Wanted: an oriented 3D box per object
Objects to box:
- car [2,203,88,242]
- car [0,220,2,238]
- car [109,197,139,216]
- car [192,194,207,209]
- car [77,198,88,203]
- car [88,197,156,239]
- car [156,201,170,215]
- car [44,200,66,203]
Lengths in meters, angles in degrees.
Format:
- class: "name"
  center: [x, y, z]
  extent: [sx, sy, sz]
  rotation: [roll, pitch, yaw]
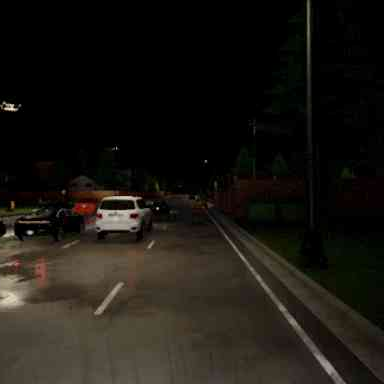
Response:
- class: "car"
  center: [-6.904, 1.516, 16.612]
  extent: [2.128, 1.511, 4.902]
  rotation: [0, 0, 0]
- class: "car"
  center: [-10.404, 1.587, 15.193]
  extent: [1.994, 1.385, 4.181]
  rotation: [0, 0, 0]
- class: "car"
  center: [-6.907, 1.403, 34.142]
  extent: [2.097, 1.767, 4.553]
  rotation: [0, 0, 0]
- class: "car"
  center: [1.215, 1.524, 46.905]
  extent: [1.801, 1.575, 5.366]
  rotation: [0, 0, 0]
- class: "car"
  center: [-10.406, 1.403, 34.151]
  extent: [2.097, 1.767, 4.553]
  rotation: [0, 0, 0]
- class: "car"
  center: [-3.403, 1.248, 17.486]
  extent: [2.150, 2.045, 5.566]
  rotation: [0, 0, 0]
- class: "car"
  center: [-3.407, 1.616, 35.009]
  extent: [1.994, 1.385, 4.181]
  rotation: [0, 0, 0]
- class: "car"
  center: [-14.003, 1.556, 34.490]
  extent: [1.837, 1.490, 4.892]
  rotation: [0, 0, 0]
